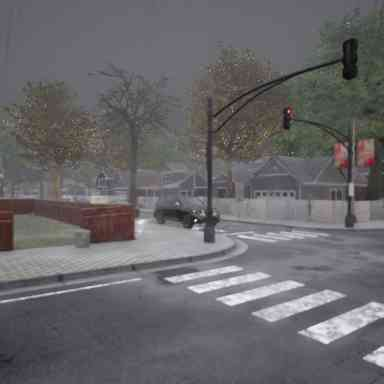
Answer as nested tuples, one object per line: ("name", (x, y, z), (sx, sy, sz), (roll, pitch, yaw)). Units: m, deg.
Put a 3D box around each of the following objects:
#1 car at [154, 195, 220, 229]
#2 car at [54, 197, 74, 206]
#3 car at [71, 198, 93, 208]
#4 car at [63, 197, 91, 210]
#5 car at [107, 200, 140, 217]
("car", (-0.508, 1.242, 22.212), (2.150, 2.045, 5.566), (0, 0, -35))
("car", (-22.179, 1.600, 57.516), (2.128, 1.511, 4.902), (0, 0, -35))
("car", (-16.532, 1.653, 49.699), (1.994, 1.385, 4.181), (0, 0, -35))
("car", (-13.808, 1.546, 40.889), (2.128, 1.511, 4.902), (0, 0, -36))
("car", (-6.566, 1.513, 30.711), (1.882, 1.535, 5.008), (0, 0, -36))
